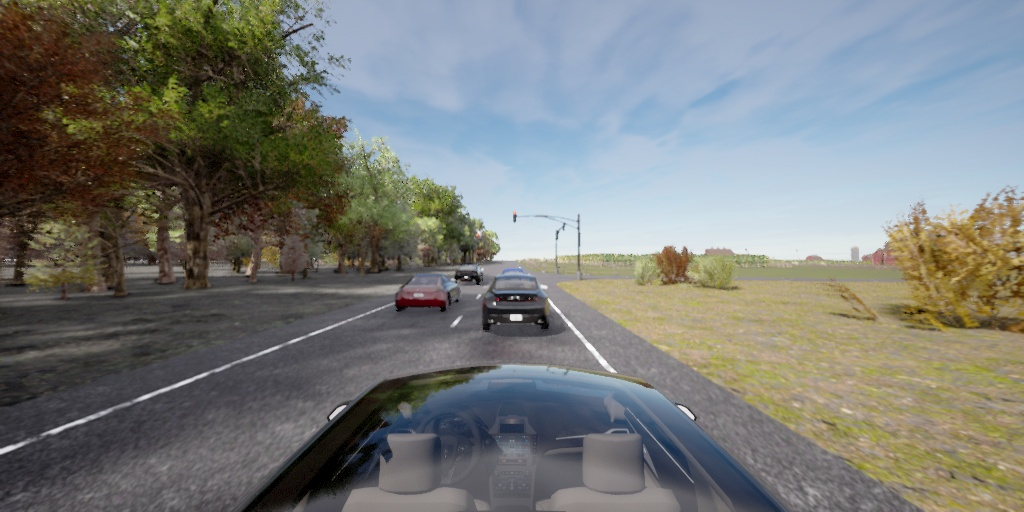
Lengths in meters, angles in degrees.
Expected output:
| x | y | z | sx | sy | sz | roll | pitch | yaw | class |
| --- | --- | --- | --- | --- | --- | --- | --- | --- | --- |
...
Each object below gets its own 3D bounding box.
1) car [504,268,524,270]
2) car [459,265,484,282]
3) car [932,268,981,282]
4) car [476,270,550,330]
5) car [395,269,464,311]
| x | y | z | sx | sy | sz | roll | pitch | yaw | class |
| --- | --- | --- | --- | --- | --- | --- | --- | --- | --- |
| 0.112 | 1.418 | 20.627 | 1.812 | 1.442 | 4.674 | 0 | 0 | 0 | car |
| -3.405 | 1.434 | 29.146 | 1.882 | 1.535 | 5.008 | 0 | 0 | 0 | car |
| 48.509 | 2.044 | 39.272 | 4.902 | 1.511 | 2.128 | 1 | -1 | 0 | car |
| 0.098 | 1.326 | 11.339 | 1.837 | 1.490 | 4.892 | 0 | -1 | 0 | car |
| -3.402 | 1.414 | 15.081 | 1.994 | 1.385 | 4.181 | 0 | -1 | 0 | car |
